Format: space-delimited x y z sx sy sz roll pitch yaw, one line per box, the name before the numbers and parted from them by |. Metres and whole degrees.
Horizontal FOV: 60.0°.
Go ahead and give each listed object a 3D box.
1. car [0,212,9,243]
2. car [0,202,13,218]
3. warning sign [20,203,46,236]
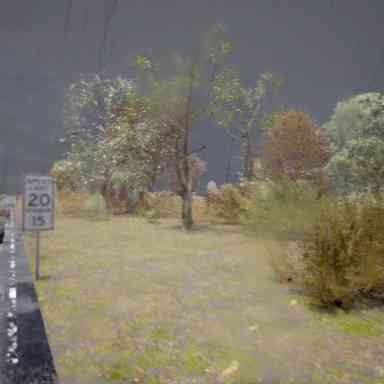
car | -11.146 1.995 17.942 1.895 1.301 4.718 1 -2 -28
car | -22.926 2.205 39.696 2.097 1.767 4.553 1 -2 -28
warning sign | -9.424 1.569 19.718 1.300 1.860 1.060 1 -2 -28
